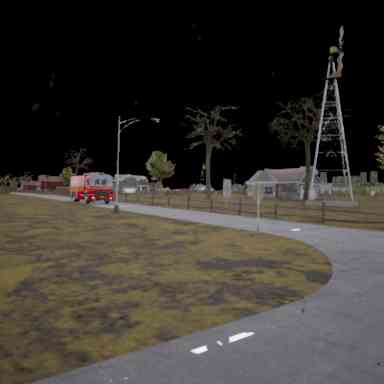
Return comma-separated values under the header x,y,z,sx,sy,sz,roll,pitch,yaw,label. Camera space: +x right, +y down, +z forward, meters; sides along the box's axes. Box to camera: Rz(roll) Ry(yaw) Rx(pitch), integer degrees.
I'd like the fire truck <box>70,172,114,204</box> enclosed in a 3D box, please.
x,y,z,sx,sy,sz,roll,pitch,yaw,label
-12.844,-0.538,42.106,2.891,3.827,8.468,2,0,-35,fire truck
